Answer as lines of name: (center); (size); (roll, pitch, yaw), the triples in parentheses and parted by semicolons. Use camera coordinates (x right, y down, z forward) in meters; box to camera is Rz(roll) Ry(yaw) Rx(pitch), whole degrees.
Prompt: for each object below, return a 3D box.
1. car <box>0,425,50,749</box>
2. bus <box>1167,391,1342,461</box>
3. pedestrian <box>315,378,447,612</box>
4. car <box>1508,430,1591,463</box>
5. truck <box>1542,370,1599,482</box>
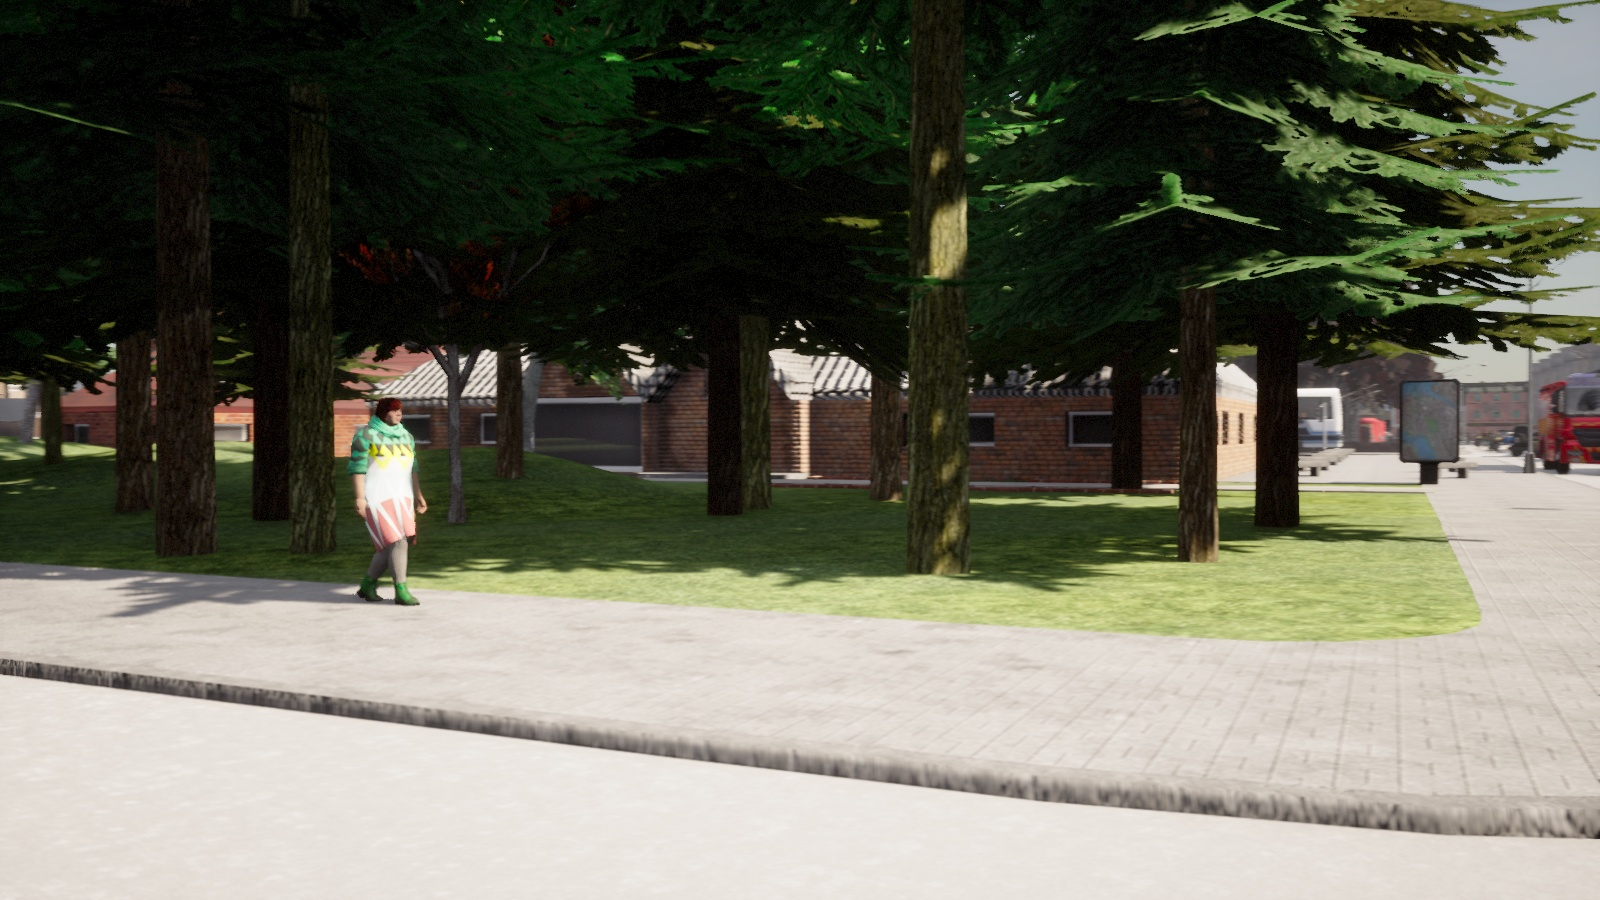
car: (-6.586, 0.648, 6.688); (5.366, 1.575, 1.801); (1, 1, 26)
bus: (29.165, -1.548, 80.672); (10.273, 4.253, 3.944); (1, 1, 24)
pedestrian: (-3.654, 0.371, 10.971); (0.873, 1.952, 0.659); (1, 1, 26)
car: (43.315, -0.210, 72.598); (3.866, 1.878, 1.905); (0, 1, -14)
truck: (29.732, -0.867, 46.712); (2.891, 3.827, 8.468); (1, 1, 26)
